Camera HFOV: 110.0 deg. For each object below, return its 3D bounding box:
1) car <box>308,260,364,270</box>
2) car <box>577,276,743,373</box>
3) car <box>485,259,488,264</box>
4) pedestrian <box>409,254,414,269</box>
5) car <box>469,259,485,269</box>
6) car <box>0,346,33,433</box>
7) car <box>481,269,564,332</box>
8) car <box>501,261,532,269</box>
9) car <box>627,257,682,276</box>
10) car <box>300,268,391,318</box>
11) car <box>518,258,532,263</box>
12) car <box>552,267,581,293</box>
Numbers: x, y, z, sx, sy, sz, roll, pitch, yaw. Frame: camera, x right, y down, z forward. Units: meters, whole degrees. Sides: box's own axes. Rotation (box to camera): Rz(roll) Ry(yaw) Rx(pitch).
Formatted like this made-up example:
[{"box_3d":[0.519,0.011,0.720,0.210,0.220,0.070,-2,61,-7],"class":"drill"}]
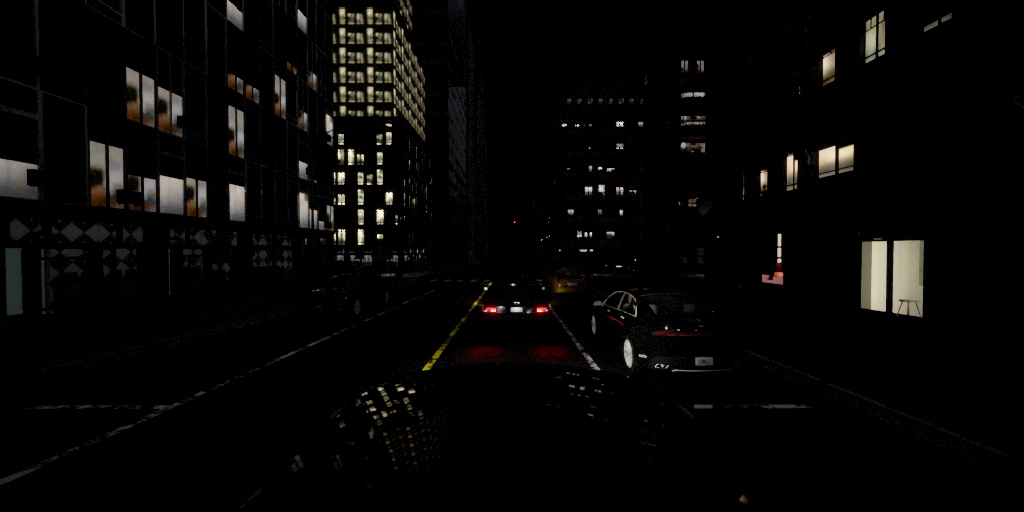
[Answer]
[{"box_3d":[-17.646,1.108,36.476,5.008,1.535,1.882,0,1,-1],"class":"car"},{"box_3d":[2.807,1.299,7.407,2.007,1.370,4.403,0,0,0],"class":"car"},{"box_3d":[-5.803,1.303,62.290,1.948,1.339,4.313,0,0,0],"class":"car"},{"box_3d":[-12.629,0.669,45.140,0.375,1.860,0.375,0,0,1],"class":"pedestrian"},{"box_3d":[-5.793,1.263,56.466,1.751,1.417,4.829,0,0,0],"class":"car"},{"box_3d":[-5.796,1.300,1.804,2.007,1.370,4.403,0,0,0],"class":"car"},{"box_3d":[0.085,1.295,10.845,2.033,1.411,5.357,0,0,0],"class":"car"},{"box_3d":[0.057,1.249,21.267,1.837,1.490,4.892,0,0,0],"class":"car"},{"box_3d":[15.558,1.081,39.265,5.566,2.045,2.150,0,1,1],"class":"car"},{"box_3d":[-5.843,1.292,13.094,1.888,1.381,4.507,0,0,0],"class":"car"},{"box_3d":[2.577,1.288,62.305,2.007,1.370,4.403,0,0,0],"class":"car"},{"box_3d":[2.786,1.271,18.866,1.751,1.417,4.829,0,0,0],"class":"car"}]
